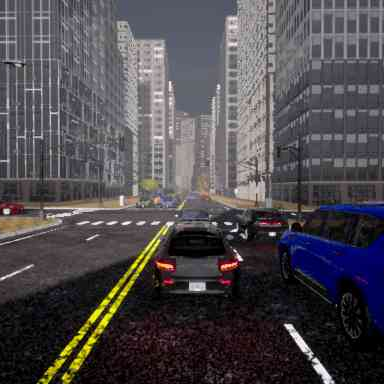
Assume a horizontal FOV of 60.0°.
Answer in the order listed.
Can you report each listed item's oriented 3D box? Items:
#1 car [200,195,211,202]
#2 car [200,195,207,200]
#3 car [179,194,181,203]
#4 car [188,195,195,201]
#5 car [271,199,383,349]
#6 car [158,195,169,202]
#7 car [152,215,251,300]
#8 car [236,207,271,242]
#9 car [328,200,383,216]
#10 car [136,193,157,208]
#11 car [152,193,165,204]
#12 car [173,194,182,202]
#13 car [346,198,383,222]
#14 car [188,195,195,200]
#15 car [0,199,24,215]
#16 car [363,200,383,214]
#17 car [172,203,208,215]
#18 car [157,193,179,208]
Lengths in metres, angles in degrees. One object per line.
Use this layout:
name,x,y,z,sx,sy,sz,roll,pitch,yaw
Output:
car,3.184,1.412,74.127,1.882,1.535,5.008,0,0,0
car,3.169,1.434,89.978,1.812,1.442,4.674,0,0,0
car,-3.386,1.503,57.323,2.033,1.411,5.357,0,0,0
car,-0.074,1.464,80.776,2.033,1.411,5.357,0,0,0
car,3.348,1.218,6.383,2.150,2.045,5.566,0,0,0
car,-6.571,1.471,76.450,2.033,1.411,5.357,0,0,0
car,0.092,1.522,8.240,1.812,1.442,4.674,0,0,0
car,3.336,1.496,16.243,1.837,1.490,4.892,0,0,0
car,16.886,1.608,34.135,4.902,1.511,2.128,1,1,1
car,-6.670,1.318,47.803,2.097,1.767,4.553,0,0,1
car,-6.591,1.166,65.970,2.150,2.045,5.566,0,0,1
car,-3.321,1.285,77.348,2.097,1.767,4.553,0,0,0
car,16.175,1.519,28.364,5.009,1.841,2.192,1,0,1
car,-0.083,1.461,90.673,1.994,1.385,4.181,0,0,0
car,-18.546,1.330,31.481,5.008,1.535,1.882,1,1,1
car,21.776,1.643,36.656,4.829,1.417,1.752,1,0,1
car,0.086,1.538,17.514,2.033,1.411,5.357,0,0,0
car,-3.389,1.318,47.851,2.097,1.767,4.553,0,0,0
